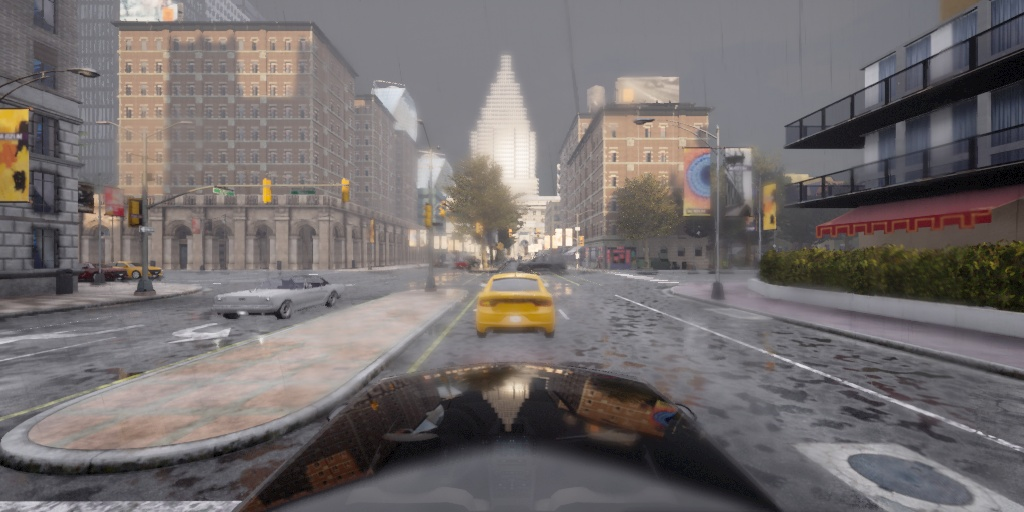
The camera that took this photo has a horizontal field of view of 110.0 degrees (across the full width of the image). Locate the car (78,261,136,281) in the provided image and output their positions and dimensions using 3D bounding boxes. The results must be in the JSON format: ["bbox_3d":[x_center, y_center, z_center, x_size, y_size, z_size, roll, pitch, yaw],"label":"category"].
[{"bbox_3d":[-33.938,1.228,28.838,5.008,1.535,1.882,0,0,0],"label":"car"}]

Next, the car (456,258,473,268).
[{"bbox_3d":[-7.986,1.351,59.072,1.895,1.301,4.718,0,0,0],"label":"car"}]

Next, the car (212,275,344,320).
[{"bbox_3d":[-7.982,1.372,12.811,1.895,1.301,4.718,0,0,0],"label":"car"}]

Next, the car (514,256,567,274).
[{"bbox_3d":[3.324,0.972,39.680,5.566,2.045,2.150,0,0,0],"label":"car"}]

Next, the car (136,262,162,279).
[{"bbox_3d":[-34.574,1.228,32.336,5.008,1.535,1.882,0,0,0],"label":"car"}]

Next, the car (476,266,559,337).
[{"bbox_3d":[0.094,1.228,10.331,1.882,1.535,5.008,0,0,0],"label":"car"}]
